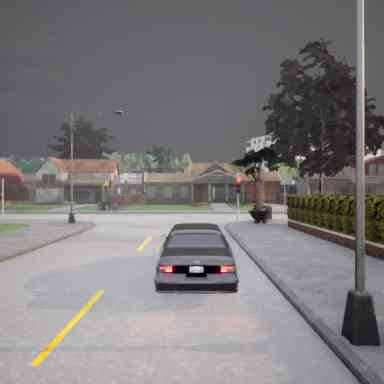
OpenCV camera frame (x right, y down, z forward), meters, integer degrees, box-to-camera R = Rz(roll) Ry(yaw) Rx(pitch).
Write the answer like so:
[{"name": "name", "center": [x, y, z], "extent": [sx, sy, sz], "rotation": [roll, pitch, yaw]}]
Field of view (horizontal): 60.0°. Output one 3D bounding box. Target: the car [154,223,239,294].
[{"name": "car", "center": [0.099, 1.547, 8.949], "extent": [2.033, 1.411, 5.357], "rotation": [0, 0, 0]}]
